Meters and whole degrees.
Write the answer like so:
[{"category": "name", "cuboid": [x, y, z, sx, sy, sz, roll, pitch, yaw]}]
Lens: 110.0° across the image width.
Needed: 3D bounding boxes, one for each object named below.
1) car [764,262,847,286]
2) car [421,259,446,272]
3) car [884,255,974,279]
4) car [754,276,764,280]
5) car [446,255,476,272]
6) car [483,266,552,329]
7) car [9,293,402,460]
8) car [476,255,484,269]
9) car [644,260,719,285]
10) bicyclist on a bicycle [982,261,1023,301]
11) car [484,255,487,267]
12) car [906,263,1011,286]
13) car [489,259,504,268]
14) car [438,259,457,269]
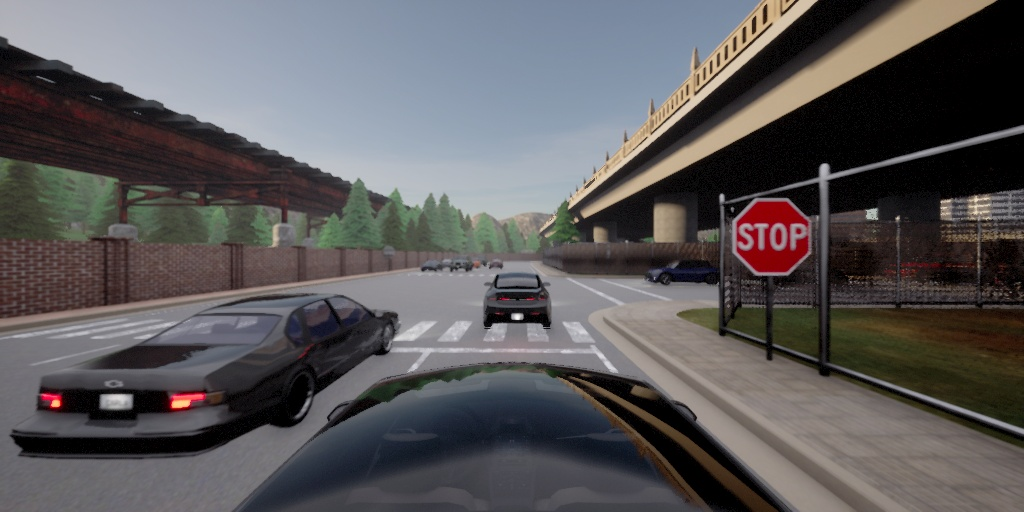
[{"category": "car", "cuboid": [20.187, 1.258, 24.486, 4.181, 1.385, 1.994, 0, 0, 1]}, {"category": "car", "cuboid": [-9.672, 1.188, 44.010, 2.033, 1.411, 5.357, 0, 0, 1]}, {"category": "car", "cuboid": [32.445, 0.909, 27.837, 5.566, 2.045, 2.150, 0, 0, 1]}, {"category": "car", "cuboid": [21.613, 1.191, 27.971, 4.892, 1.490, 1.837, 0, 0, 1]}, {"category": "car", "cuboid": [-6.172, 0.862, 44.112, 2.150, 2.045, 5.566, 0, 0, 1]}, {"category": "car", "cuboid": [0.164, 1.231, 11.207, 1.837, 1.490, 4.892, 0, 0, 1]}, {"category": "car", "cuboid": [-3.385, 1.287, 5.585, 2.033, 1.411, 5.357, 0, 0, 0]}, {"category": "car", "cuboid": [-5.956, 0.968, 53.758, 2.097, 1.767, 4.553, 0, 0, 2]}, {"category": "car", "cuboid": [11.548, 1.045, 24.594, 4.553, 1.767, 2.097, 0, 0, 1]}, {"category": "bicyclist on a bicycle", "cuboid": [18.718, 1.023, 13.524, 0.582, 1.620, 1.656, 0, 0, 1]}, {"category": "car", "cuboid": [-5.657, 0.810, 64.408, 2.150, 2.045, 5.566, 0, 0, 2]}, {"category": "car", "cuboid": [30.337, 1.297, 24.365, 4.718, 1.301, 1.895, 0, 0, 1]}, {"category": "car", "cuboid": [-2.288, 1.143, 53.562, 1.812, 1.442, 4.674, 0, 0, 1]}, {"category": "car", "cuboid": [-9.466, 1.143, 53.177, 1.812, 1.442, 4.674, 0, 0, 1]}]
